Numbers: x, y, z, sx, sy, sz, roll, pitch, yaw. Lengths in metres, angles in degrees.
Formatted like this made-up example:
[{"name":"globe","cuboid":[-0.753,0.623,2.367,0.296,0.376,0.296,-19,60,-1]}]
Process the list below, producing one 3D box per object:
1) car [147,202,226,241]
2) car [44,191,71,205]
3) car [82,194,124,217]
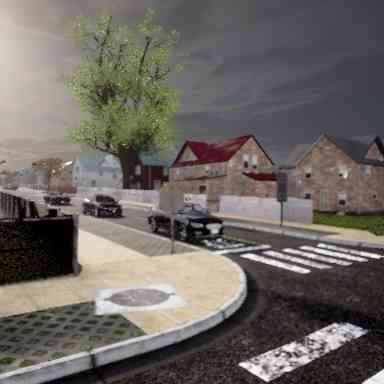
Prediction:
[{"name":"car","cuboid":[-0.393,1.245,15.377,2.128,1.511,4.902,1,1,-33]},{"name":"car","cuboid":[-14.421,0.612,35.632,1.895,1.301,4.718,1,1,-35]},{"name":"car","cuboid":[-6.645,0.922,24.467,1.837,1.490,4.892,1,2,-35]}]
